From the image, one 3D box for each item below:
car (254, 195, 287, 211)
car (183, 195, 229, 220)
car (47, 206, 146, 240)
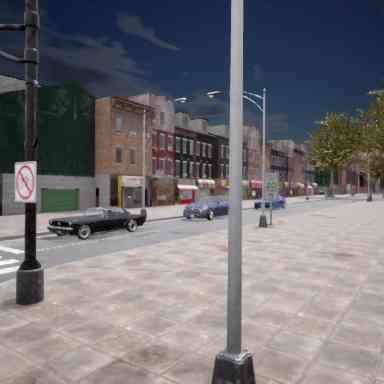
[{"bbox_3d":[7.975,1.008,33.705,1.882,1.535,5.008,1,1,36],"label":"car"},{"bbox_3d":[1.324,1.025,24.401,2.097,1.767,4.553,1,1,36],"label":"car"},{"bbox_3d":[-4.503,1.408,16.245,1.895,1.301,4.718,1,1,35],"label":"car"}]
